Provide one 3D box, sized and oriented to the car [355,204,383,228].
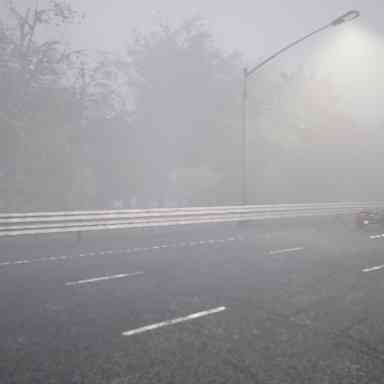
[{"bbox_3d":[12.248,1.535,21.009,4.892,1.490,1.837,1,0,-35],"label":"car"}]
